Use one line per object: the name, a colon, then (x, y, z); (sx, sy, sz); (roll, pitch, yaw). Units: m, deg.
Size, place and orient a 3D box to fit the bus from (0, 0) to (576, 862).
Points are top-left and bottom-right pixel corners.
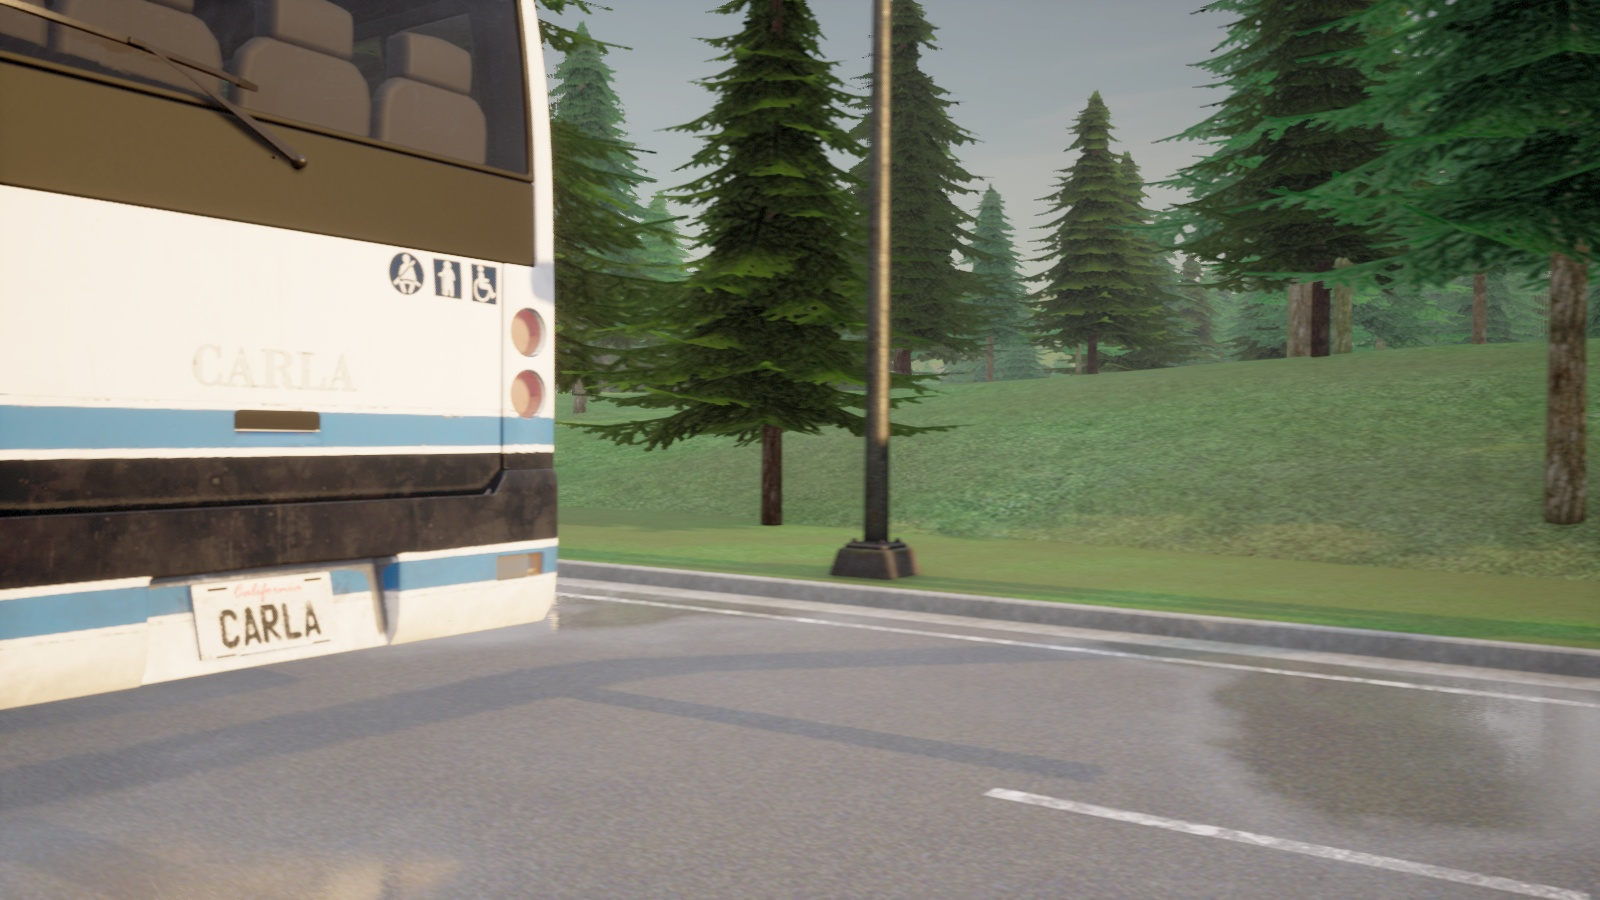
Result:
bus: (-6.602, -0.694, 7.983); (10.273, 4.253, 3.944); (0, 1, 34)
